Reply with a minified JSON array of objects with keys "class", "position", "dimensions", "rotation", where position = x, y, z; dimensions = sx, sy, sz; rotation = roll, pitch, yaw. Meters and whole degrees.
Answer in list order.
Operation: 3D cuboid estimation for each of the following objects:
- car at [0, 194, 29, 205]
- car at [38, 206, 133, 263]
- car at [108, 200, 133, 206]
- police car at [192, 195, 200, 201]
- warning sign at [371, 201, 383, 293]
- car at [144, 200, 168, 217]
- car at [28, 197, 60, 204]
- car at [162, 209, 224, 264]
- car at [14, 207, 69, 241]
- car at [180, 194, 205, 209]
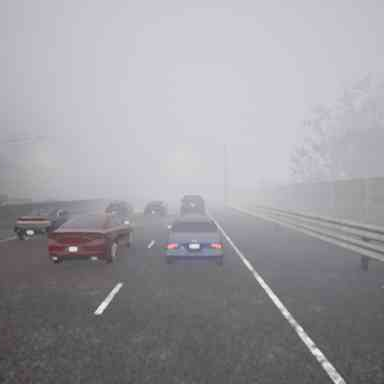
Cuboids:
[{"class":"car","position":[-21.109,1.395,40.474],"dimensions":[2.097,1.767,4.553],"rotation":[0,0,0]},{"class":"car","position":[-3.423,1.490,12.079],"dimensions":[1.882,1.535,5.008],"rotation":[0,0,0]},{"class":"car","position":[-6.923,1.538,32.108],"dimensions":[1.837,1.490,4.892],"rotation":[0,0,0]},{"class":"police car","position":[1.005,1.521,86.757],"dimensions":[1.930,1.638,5.238],"rotation":[0,0,0]},{"class":"warning sign","position":[4.538,1.122,6.656],"dimensions":[1.300,1.860,1.060],"rotation":[-1,-1,0]},{"class":"car","position":[-3.423,1.538,32.077],"dimensions":[1.837,1.490,4.892],"rotation":[0,0,0]},{"class":"car","position":[-17.610,1.535,40.941],"dimensions":[2.128,1.511,4.902],"rotation":[0,0,0]},{"class":"car","position":[0.078,1.560,11.759],"dimensions":[2.033,1.411,5.357],"rotation":[0,0,0]},{"class":"car","position":[-6.916,1.509,16.653],"dimensions":[2.128,1.511,4.902],"rotation":[0,0,0]},{"class":"car","position":[0.079,1.254,31.165],"dimensions":[2.150,2.045,5.566],"rotation":[0,0,0]}]
